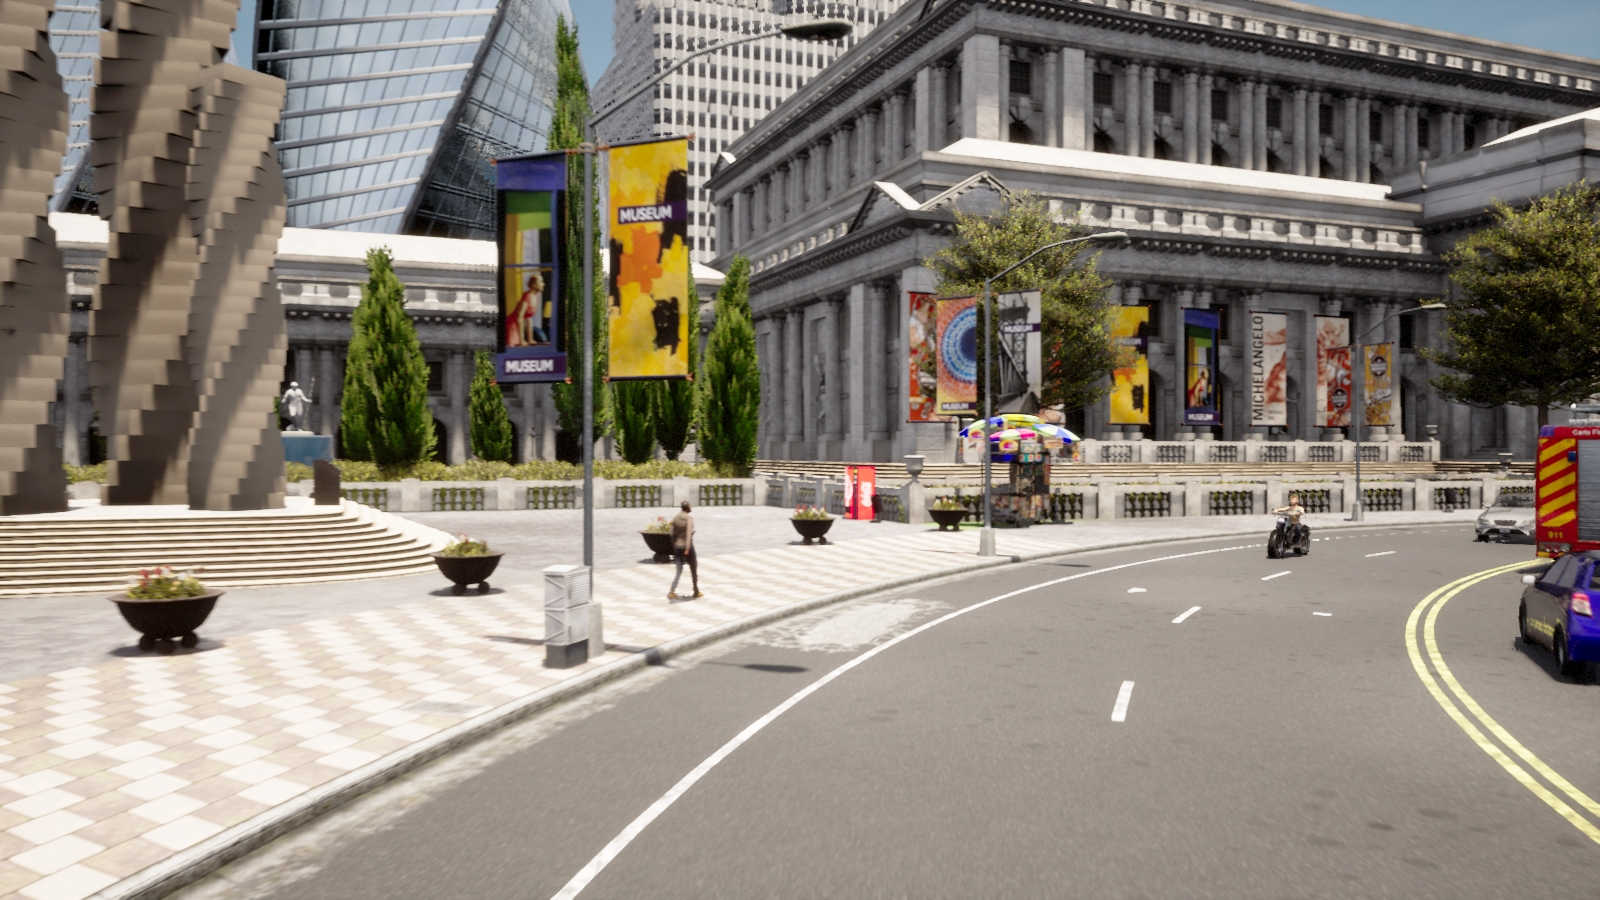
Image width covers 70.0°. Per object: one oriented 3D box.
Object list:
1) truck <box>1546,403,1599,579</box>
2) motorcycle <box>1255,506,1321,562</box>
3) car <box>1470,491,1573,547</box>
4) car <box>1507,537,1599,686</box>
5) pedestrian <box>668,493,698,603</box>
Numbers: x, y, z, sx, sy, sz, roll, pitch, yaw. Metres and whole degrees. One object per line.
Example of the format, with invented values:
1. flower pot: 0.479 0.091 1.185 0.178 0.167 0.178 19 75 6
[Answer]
1. truck: 20.858 0.900 27.404 8.468 3.827 2.891 0 0 -42
2. motorcycle: 12.763 2.176 29.836 0.764 1.277 2.356 1 1 45
3. car: 22.319 2.076 35.282 1.816 1.474 4.193 0 0 45
4. car: 10.642 2.043 14.980 1.845 1.501 3.633 0 0 24
5. pedestrian: -2.037 1.695 19.909 0.375 1.860 0.375 0 0 32
